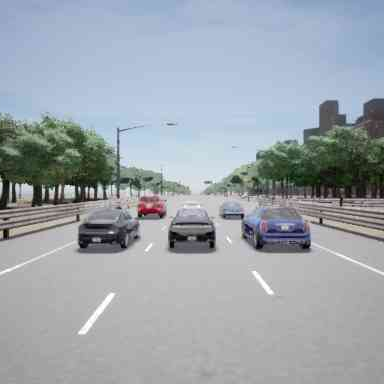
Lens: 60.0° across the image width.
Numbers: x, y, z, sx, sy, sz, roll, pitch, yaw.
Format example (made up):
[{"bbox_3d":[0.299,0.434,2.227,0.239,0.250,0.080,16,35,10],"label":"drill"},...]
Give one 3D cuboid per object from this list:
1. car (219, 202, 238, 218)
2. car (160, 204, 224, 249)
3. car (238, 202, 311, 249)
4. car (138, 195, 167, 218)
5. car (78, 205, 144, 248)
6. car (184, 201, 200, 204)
[{"bbox_3d":[3.500,1.560,29.650,2.033,1.411,5.357,0,0,0],"label":"car"},{"bbox_3d":[0.000,1.495,14.650,2.128,1.511,4.902,0,0,0],"label":"car"},{"bbox_3d":[3.500,1.366,14.620,2.097,1.767,4.553,0,0,0],"label":"car"},{"bbox_3d":[-3.501,1.253,29.680,2.150,2.045,5.566,0,0,0],"label":"car"},{"bbox_3d":[-3.500,1.516,14.650,1.837,1.490,4.892,0,0,0],"label":"car"},{"bbox_3d":[0.000,1.529,29.649,1.812,1.442,4.674,0,0,0],"label":"car"}]
